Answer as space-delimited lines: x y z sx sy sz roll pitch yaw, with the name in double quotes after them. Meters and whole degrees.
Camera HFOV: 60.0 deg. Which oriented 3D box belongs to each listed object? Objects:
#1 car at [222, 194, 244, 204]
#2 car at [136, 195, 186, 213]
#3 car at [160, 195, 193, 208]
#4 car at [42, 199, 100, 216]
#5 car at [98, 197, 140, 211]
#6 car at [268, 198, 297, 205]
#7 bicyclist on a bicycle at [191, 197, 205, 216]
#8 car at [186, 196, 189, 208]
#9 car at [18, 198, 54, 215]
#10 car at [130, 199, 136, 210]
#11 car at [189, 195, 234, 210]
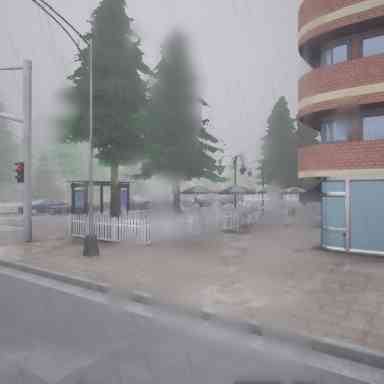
6.058 1.166 54.934 5.566 2.045 2.150 0 0 -31 "car"
-3.298 1.436 36.247 2.128 1.511 4.902 0 0 37 "car"
-2.237 1.296 48.337 4.553 1.767 2.097 0 0 -43 "car"
-11.254 1.545 31.572 1.895 1.301 4.718 0 0 36 "car"
-8.832 1.422 40.636 1.882 1.535 5.008 0 0 38 "car"
14.098 1.545 51.141 4.718 1.301 1.895 0 0 -25 "car"
0.434 1.245 27.308 1.656 1.620 0.582 0 0 36 "bicyclist on a bicycle"
0.830 1.508 46.488 4.181 1.385 1.994 0 0 -43 "car"
-14.551 1.422 32.967 1.882 1.535 5.008 0 0 36 "car"
-5.784 1.545 38.931 1.895 1.301 4.718 0 0 37 "car"
2.314 1.436 37.716 2.128 1.511 4.902 0 0 39 "car"
